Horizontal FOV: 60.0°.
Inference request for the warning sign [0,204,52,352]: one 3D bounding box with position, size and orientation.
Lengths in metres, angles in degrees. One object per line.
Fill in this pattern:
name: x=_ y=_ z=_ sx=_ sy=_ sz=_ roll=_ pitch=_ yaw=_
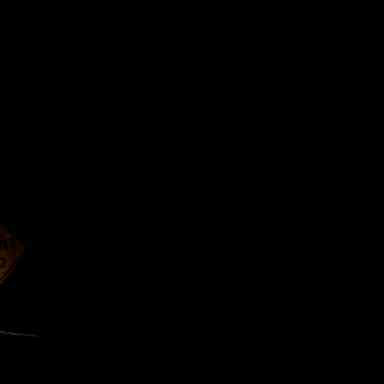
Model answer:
warning sign: x=-2.874 y=1.130 z=4.603 sx=1.060 sy=1.860 sz=1.300 roll=-2 pitch=0 yaw=35
